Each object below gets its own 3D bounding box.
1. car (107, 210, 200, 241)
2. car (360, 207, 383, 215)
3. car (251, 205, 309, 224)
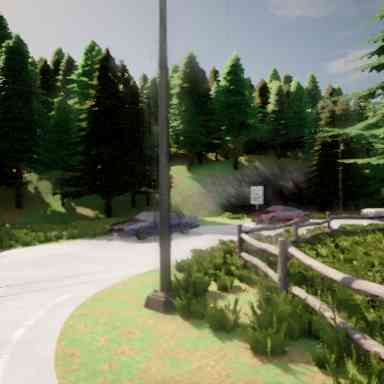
[{"bbox_3d":[-1.907,1.701,18.158,2.033,1.411,5.357,-1,0,44],"label":"car"},{"bbox_3d":[15.946,1.598,26.283,4.718,1.301,1.895,-1,0,-3],"label":"car"},{"bbox_3d":[6.305,1.657,23.827,4.181,1.385,1.994,-1,0,-23],"label":"car"}]
